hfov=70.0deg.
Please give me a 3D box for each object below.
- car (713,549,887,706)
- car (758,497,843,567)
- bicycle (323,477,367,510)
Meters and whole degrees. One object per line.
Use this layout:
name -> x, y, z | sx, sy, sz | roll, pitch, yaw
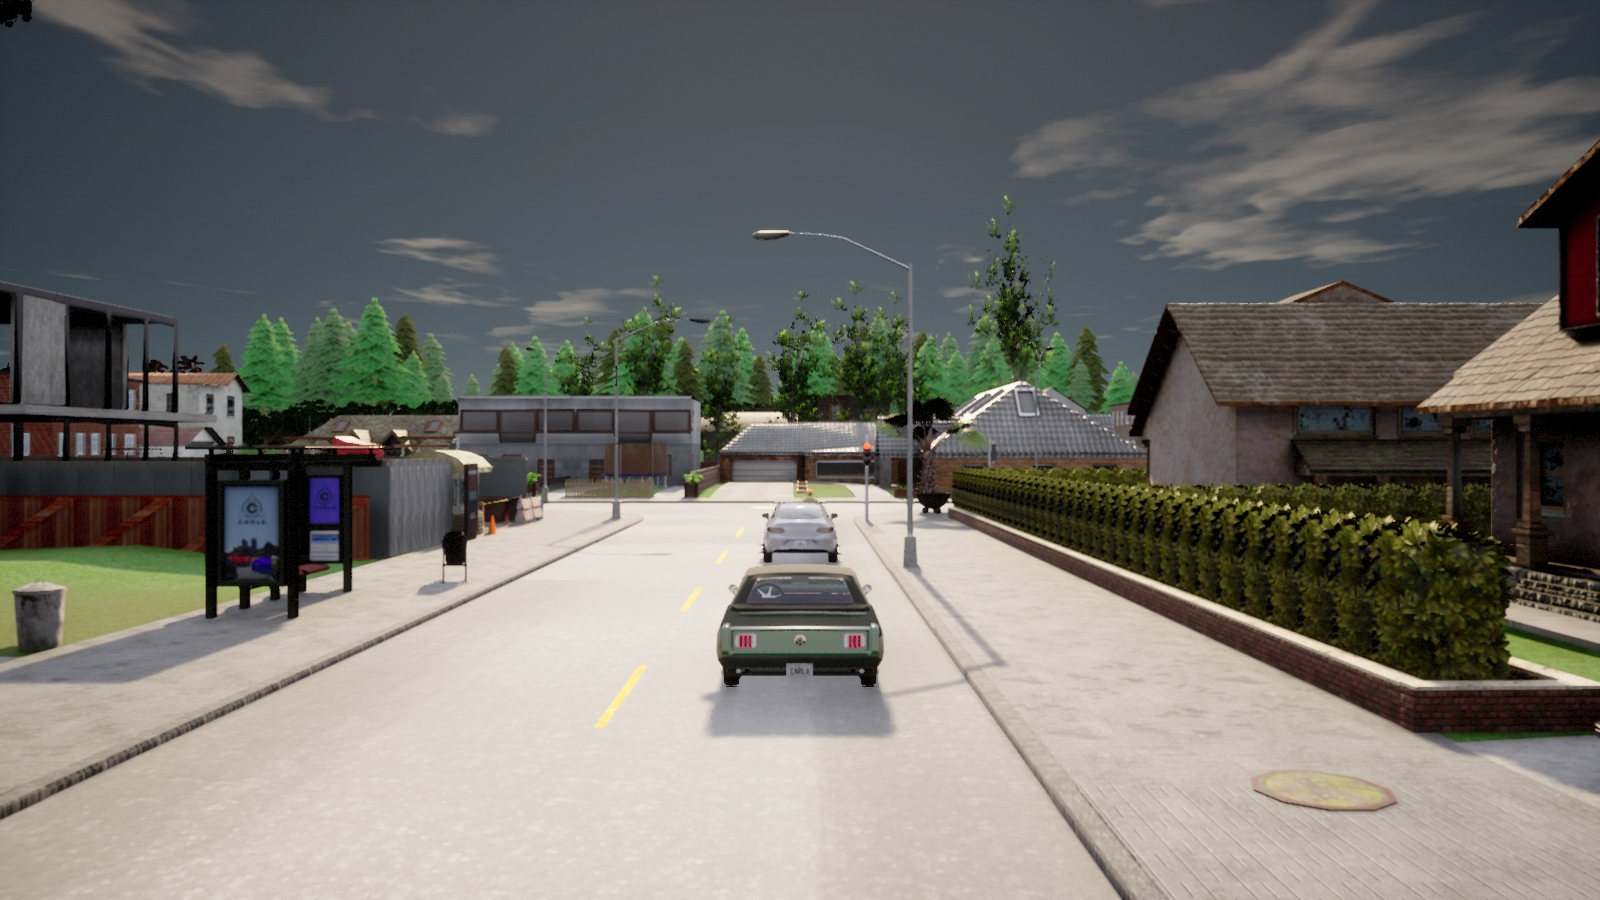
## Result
car -> 0.002, 2.133, 14.783 | 1.895, 1.301, 4.718 | 0, 0, 0
car -> 0.002, 2.039, 29.283 | 2.002, 1.442, 4.674 | 0, 0, 0
bicycle -> -20.690, 1.986, 51.946 | 1.835, 1.471, 0.329 | 0, 0, -2
